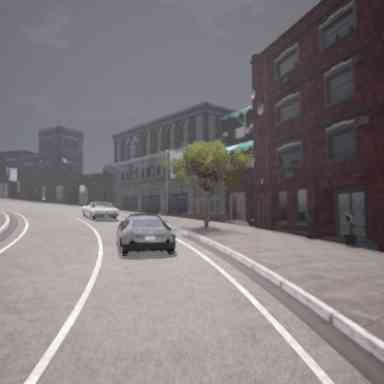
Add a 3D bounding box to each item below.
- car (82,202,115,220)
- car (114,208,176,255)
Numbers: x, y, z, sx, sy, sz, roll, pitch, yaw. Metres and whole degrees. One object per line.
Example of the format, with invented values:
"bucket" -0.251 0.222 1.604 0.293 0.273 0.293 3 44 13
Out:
"car" -7.282 1.411 26.093 1.895 1.301 4.718 2 0 -30
"car" -1.923 1.533 13.249 1.994 1.385 4.181 1 0 -15
